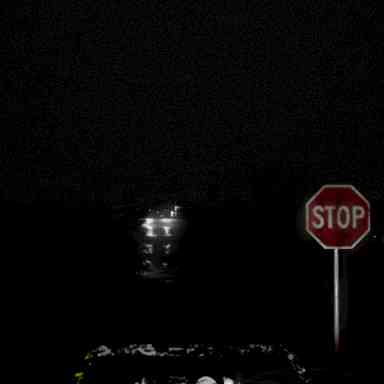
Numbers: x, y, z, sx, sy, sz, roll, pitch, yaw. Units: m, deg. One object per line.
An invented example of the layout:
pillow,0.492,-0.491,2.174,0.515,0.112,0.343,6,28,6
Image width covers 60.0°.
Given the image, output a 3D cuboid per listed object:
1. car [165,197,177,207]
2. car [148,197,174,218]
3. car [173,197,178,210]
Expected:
car,-3.424,1.559,54.756,1.837,1.490,4.892,0,1,-2
car,-2.948,1.529,31.045,1.837,1.490,4.892,0,0,0
car,-3.046,1.585,41.692,2.033,1.411,5.357,0,0,-1
